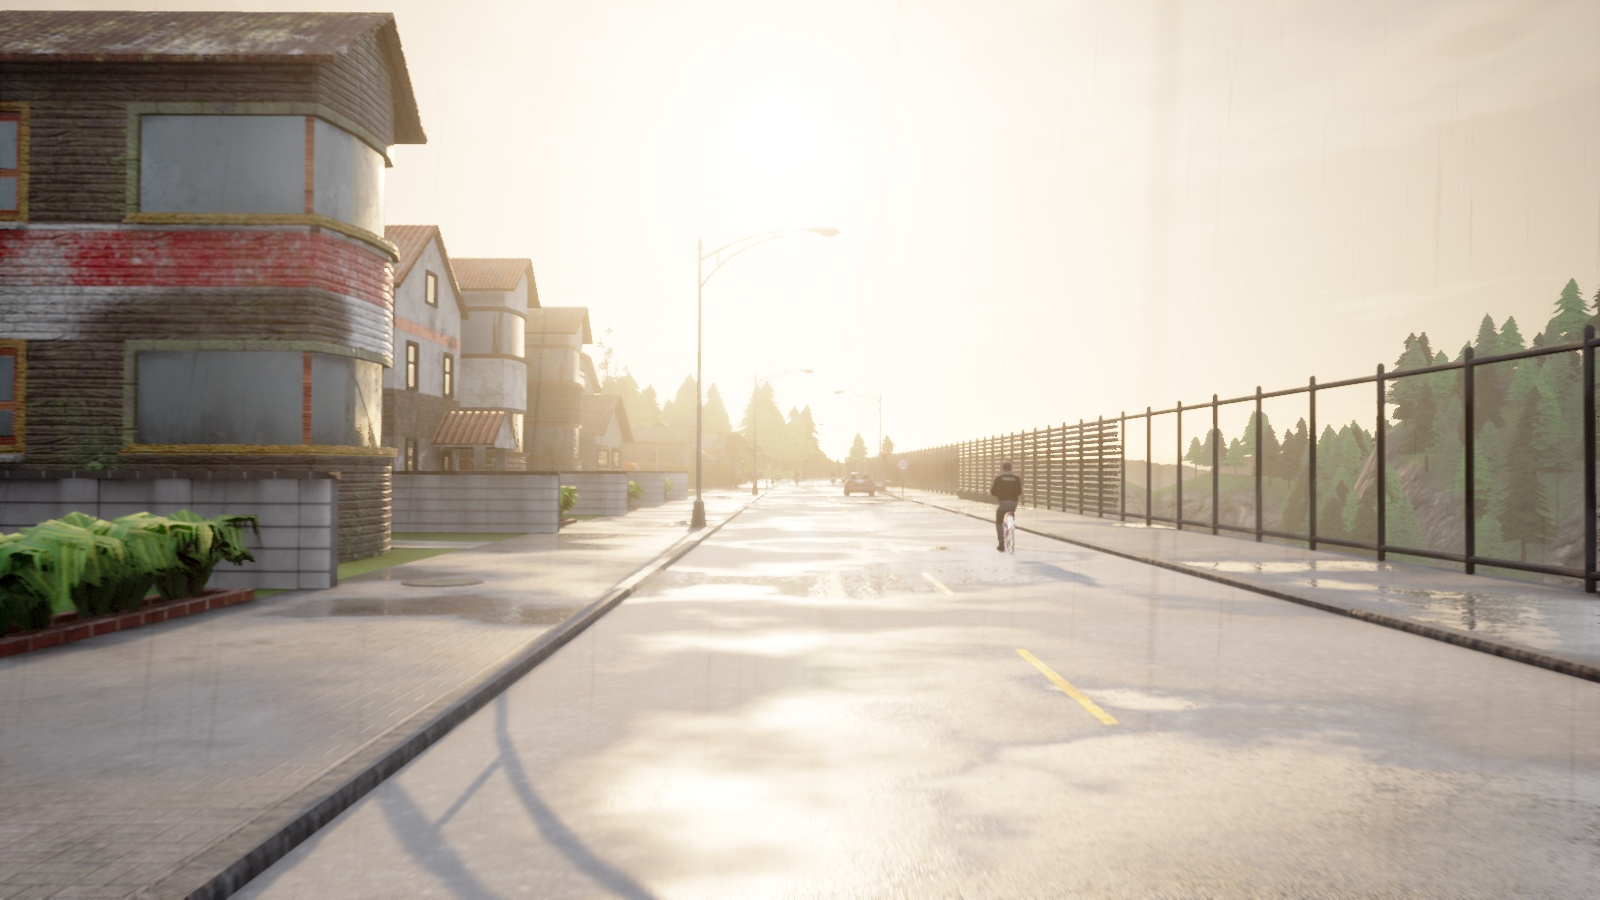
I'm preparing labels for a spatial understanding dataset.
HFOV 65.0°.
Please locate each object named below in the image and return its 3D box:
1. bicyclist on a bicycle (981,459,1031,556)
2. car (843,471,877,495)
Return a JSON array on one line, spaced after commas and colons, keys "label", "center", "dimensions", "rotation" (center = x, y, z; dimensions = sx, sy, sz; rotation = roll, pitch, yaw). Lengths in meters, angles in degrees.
[{"label": "bicyclist on a bicycle", "center": [3.941, 1.074, 24.139], "dimensions": [0.659, 1.776, 1.843], "rotation": [0, -1, 0]}, {"label": "car", "center": [3.803, 2.108, 80.235], "dimensions": [1.970, 1.475, 3.806], "rotation": [0, -1, 0]}]
